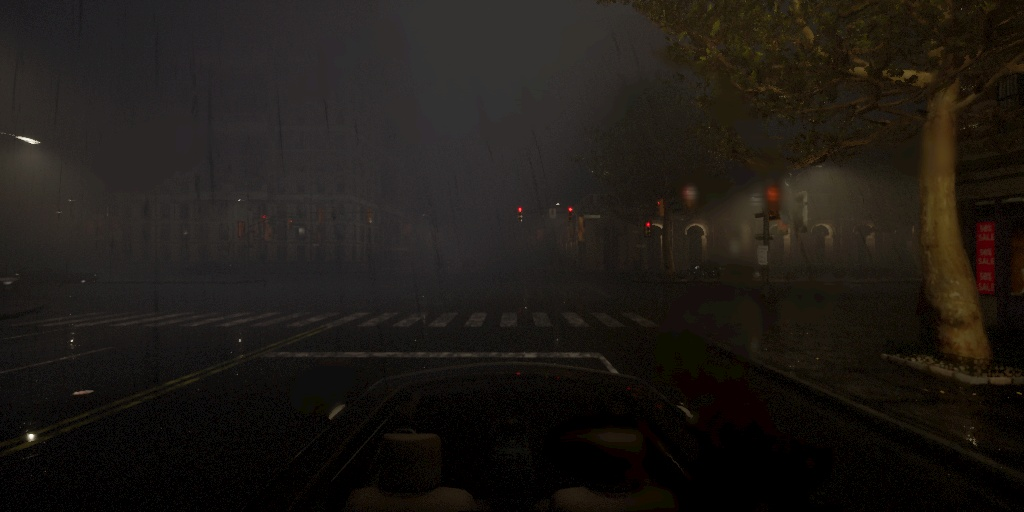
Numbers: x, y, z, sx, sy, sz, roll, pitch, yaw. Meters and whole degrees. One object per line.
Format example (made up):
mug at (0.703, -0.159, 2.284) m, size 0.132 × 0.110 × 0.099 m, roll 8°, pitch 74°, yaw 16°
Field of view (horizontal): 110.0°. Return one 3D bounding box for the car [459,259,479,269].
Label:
car at (-6.877, 1.215, 57.755) m, size 1.882 × 1.535 × 5.008 m, roll 0°, pitch 0°, yaw 1°

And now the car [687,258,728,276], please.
car at (19.458, 1.094, 34.754) m, size 4.553 × 1.767 × 2.097 m, roll 0°, pitch 0°, yaw 0°

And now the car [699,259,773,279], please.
car at (19.437, 1.248, 31.252) m, size 4.892 × 1.490 × 1.837 m, roll 0°, pitch 0°, yaw 1°

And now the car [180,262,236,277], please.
car at (-29.726, 1.268, 35.180) m, size 4.674 × 1.442 × 1.812 m, roll 0°, pitch 0°, yaw 0°

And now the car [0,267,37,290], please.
car at (-30.498, 1.237, 20.012) m, size 4.902 × 1.511 × 2.128 m, roll 0°, pitch 0°, yaw 1°

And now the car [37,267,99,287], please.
car at (-30.276, 1.346, 23.508) m, size 4.718 × 1.301 × 1.895 m, roll 0°, pitch 0°, yaw 1°

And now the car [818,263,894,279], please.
car at (29.958, 1.344, 31.157) m, size 4.718 × 1.301 × 1.895 m, roll 0°, pitch 0°, yaw 1°

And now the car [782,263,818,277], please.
car at (29.398, 1.343, 34.662) m, size 4.718 × 1.301 × 1.895 m, roll 0°, pitch 0°, yaw 1°

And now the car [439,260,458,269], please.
car at (-10.383, 1.301, 57.291) m, size 1.994 × 1.385 × 4.181 m, roll 0°, pitch 0°, yaw 1°
